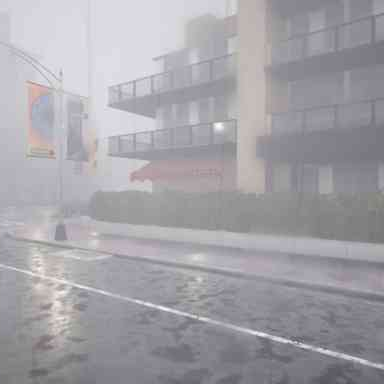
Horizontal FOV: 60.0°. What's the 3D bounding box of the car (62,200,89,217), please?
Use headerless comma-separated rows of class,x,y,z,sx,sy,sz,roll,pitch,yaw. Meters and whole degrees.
car,-10.143,1.491,31.802,2.128,1.511,4.902,0,0,35
